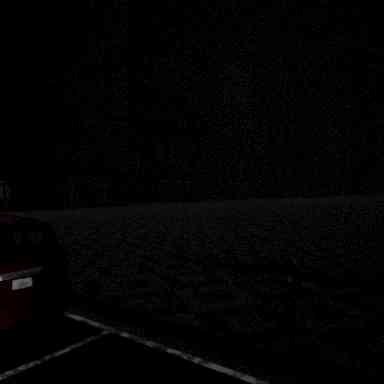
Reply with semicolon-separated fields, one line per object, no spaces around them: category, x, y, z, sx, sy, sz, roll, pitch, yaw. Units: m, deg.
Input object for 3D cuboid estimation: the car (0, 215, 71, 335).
car;-4.227;1.317;5.873;5.009;1.841;2.192;0;-1;35
